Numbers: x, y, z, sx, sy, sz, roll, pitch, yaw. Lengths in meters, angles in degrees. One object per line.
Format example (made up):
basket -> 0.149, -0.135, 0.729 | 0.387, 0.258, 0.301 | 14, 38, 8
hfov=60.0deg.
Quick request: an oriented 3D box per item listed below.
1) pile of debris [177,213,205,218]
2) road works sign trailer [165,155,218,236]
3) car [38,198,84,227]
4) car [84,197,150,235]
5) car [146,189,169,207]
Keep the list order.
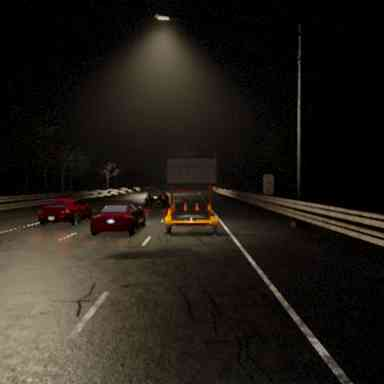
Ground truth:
pile of debris -> -0.049, 1.602, 22.654 | 1.860, 0.140, 1.500 | 0, 1, 0
road works sign trailer -> -0.034, 0.074, 15.615 | 2.380, 3.560, 2.880 | 0, 1, 0
car -> -6.940, 1.063, 18.688 | 1.812, 1.442, 4.674 | 0, 1, 0
car -> -3.434, 1.165, 16.051 | 1.994, 1.385, 4.181 | 0, 1, 0
car -> -3.473, 0.517, 33.582 | 2.097, 1.767, 4.553 | 0, 1, 0
